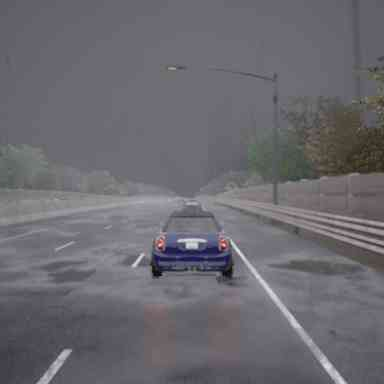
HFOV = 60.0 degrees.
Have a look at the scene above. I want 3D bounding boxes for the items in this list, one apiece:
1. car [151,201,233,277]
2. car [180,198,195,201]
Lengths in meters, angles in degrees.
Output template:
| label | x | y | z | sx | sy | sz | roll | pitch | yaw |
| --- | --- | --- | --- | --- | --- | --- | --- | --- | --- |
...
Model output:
| label | x | y | z | sx | sy | sz | roll | pitch | yaw |
| --- | --- | --- | --- | --- | --- | --- | --- | --- | --- |
| car | -0.001 | 1.339 | 10.343 | 2.097 | 1.767 | 4.553 | 0 | 0 | 0 |
| car | -0.005 | 1.530 | 31.626 | 1.812 | 1.442 | 4.674 | 0 | 0 | 0 |
